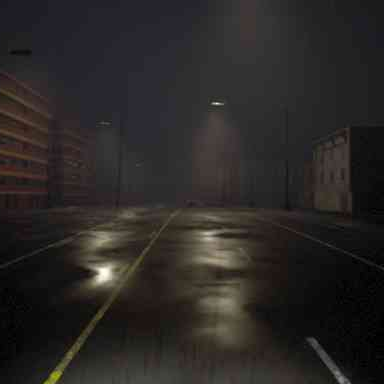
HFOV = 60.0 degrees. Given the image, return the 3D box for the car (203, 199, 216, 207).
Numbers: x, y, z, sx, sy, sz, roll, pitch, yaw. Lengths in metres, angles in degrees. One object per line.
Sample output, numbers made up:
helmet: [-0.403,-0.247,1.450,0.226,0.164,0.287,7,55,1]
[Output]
car: [3.516,2.343,64.789,1.895,1.301,4.718,0,-2,0]

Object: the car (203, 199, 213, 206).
car: [3.518,2.378,73.839,1.812,1.442,4.674,0,-1,0]

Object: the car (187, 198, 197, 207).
car: [0.016,2.304,64.736,1.994,1.385,4.181,0,-2,0]
